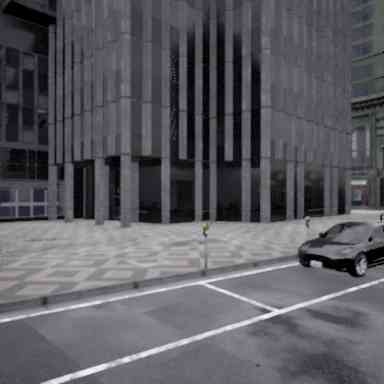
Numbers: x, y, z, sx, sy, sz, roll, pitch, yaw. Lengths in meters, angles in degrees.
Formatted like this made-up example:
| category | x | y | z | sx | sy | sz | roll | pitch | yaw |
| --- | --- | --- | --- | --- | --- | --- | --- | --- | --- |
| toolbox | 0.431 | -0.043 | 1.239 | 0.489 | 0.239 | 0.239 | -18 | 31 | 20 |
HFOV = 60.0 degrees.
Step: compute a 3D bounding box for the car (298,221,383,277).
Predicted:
| category | x | y | z | sx | sy | sz | roll | pitch | yaw |
| --- | --- | --- | --- | --- | --- | --- | --- | --- | --- |
| car | 5.172 | 1.607 | 10.337 | 4.313 | 1.339 | 1.947 | 0 | 0 | -35 |
